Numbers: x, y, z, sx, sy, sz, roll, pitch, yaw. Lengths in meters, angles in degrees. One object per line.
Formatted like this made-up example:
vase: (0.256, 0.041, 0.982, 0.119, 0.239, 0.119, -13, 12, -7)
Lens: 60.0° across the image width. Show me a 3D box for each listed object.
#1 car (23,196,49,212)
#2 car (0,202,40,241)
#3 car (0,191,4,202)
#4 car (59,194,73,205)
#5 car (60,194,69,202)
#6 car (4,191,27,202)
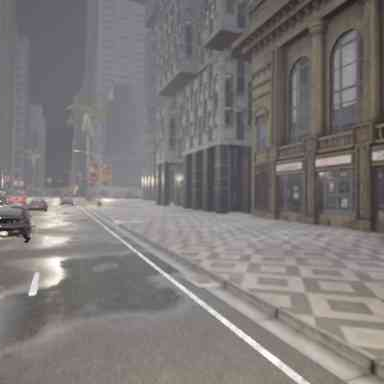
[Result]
car: (-16.238, 1.376, 35.086, 1.994, 1.385, 4.181, 1, 0, -22)
car: (-8.440, 1.405, 15.595, 1.837, 1.490, 4.892, 1, 0, -22)
car: (-29.633, 0.875, 50.738, 2.150, 2.045, 5.566, 1, 0, -21)
car: (-19.862, 1.369, 52.896, 2.033, 1.411, 5.357, 1, 0, -22)
car: (-28.055, 1.313, 73.103, 1.837, 1.490, 4.892, 1, 0, -22)
car: (-24.954, 0.930, 47.739, 2.150, 2.045, 5.566, 1, 0, -21)
